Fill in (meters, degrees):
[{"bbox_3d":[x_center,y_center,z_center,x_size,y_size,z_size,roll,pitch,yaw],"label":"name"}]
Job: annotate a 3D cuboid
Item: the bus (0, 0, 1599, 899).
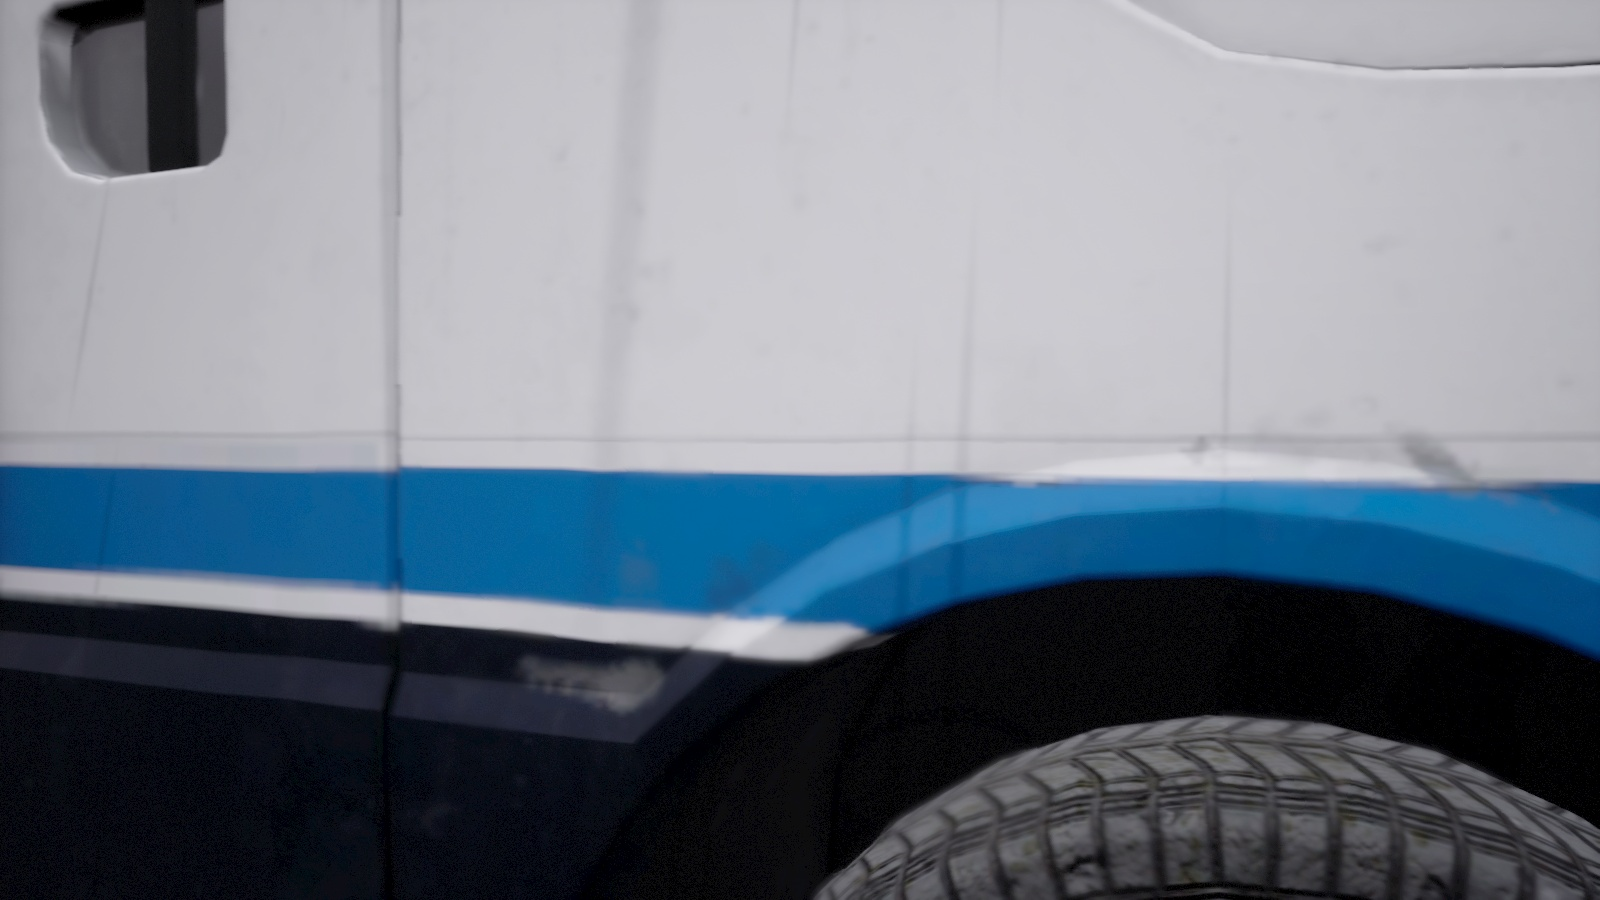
[{"bbox_3d":[-1.704,-0.613,3.707,10.273,4.253,3.944,1,1,25],"label":"bus"}]
